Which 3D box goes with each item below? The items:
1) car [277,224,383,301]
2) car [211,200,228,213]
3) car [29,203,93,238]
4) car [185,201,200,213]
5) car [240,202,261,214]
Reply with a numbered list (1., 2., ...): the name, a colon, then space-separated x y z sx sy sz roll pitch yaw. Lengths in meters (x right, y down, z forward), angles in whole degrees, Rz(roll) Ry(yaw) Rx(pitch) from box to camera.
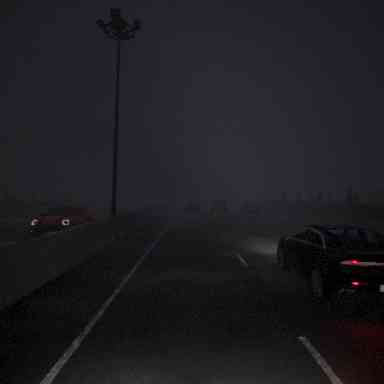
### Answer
1. car: 3.590 1.578 8.539 2.128 1.511 4.902 0 -1 0
2. car: 3.545 1.792 43.341 2.097 1.767 4.553 0 -1 2
3. car: -7.122 1.538 18.554 2.097 1.767 4.553 0 -1 0
4. car: 0.046 1.918 43.265 1.882 1.535 5.008 0 -1 0
5. car: 7.051 1.950 40.359 2.033 1.411 5.357 0 -1 0
